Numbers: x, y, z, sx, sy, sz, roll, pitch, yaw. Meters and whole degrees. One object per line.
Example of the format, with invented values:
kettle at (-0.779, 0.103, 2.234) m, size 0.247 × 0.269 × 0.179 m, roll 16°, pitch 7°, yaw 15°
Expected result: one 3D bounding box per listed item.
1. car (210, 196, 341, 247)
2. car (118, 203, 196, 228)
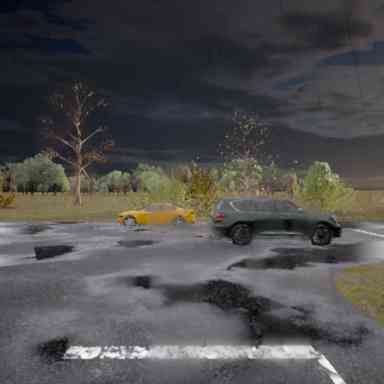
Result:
car at (3.570, 1.225, 14.736) m, size 5.566 × 2.045 × 2.150 m, roll 0°, pitch 0°, yaw -2°
car at (-2.265, 1.468, 21.601) m, size 5.008 × 1.535 × 1.882 m, roll 0°, pitch 0°, yaw -1°
